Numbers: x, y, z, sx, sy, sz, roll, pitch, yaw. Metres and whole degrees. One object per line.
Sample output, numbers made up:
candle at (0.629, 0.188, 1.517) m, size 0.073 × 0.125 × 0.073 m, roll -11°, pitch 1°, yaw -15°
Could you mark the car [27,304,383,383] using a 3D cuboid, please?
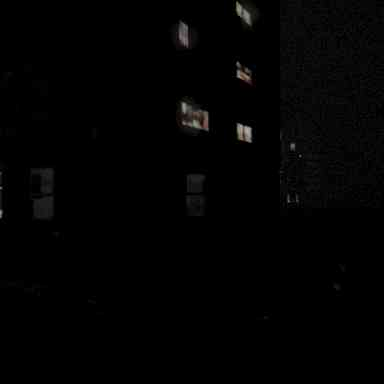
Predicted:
car at (0.589, 1.548, 2.306) m, size 4.507 × 1.381 × 1.887 m, roll 0°, pitch 0°, yaw 35°
